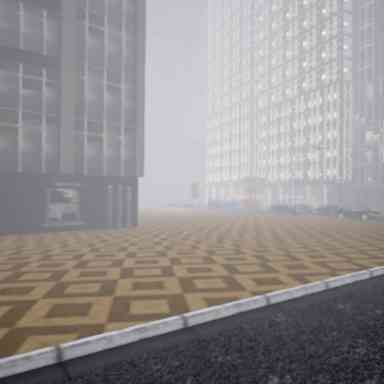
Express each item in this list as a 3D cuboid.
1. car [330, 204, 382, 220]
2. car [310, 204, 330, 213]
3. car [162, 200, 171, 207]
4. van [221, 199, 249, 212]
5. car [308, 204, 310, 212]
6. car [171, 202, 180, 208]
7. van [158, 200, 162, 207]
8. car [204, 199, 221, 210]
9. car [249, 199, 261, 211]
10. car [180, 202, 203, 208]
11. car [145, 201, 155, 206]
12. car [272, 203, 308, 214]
[{"bbox_3d":[16.129,2.015,32.341,2.008,1.369,4.403,0,-1,-24],"label":"car"},{"bbox_3d":[19.087,2.332,46.052,1.947,1.339,4.313,0,-1,-25],"label":"car"},{"bbox_3d":[-4.872,2.972,78.398,1.887,1.381,4.507,0,-1,-24],"label":"car"},{"bbox_3d":[6.792,2.224,52.815,1.690,1.788,3.998,0,-1,-25],"label":"van"},{"bbox_3d":[16.753,2.437,51.169,1.947,1.339,4.313,0,-1,-25],"label":"car"},{"bbox_3d":[-2.469,2.839,73.126,1.752,1.417,4.829,0,-1,-25],"label":"car"},{"bbox_3d":[-7.208,2.880,83.517,1.690,1.788,3.998,0,-1,-24],"label":"van"},{"bbox_3d":[4.906,2.394,63.471,2.150,2.045,5.566,1,-1,-24],"label":"car"},{"bbox_3d":[10.015,2.261,59.555,2.150,2.045,5.566,1,-1,-24],"label":"car"},{"bbox_3d":[-0.205,2.758,68.163,2.008,1.369,4.403,0,-1,-25],"label":"car"},{"bbox_3d":[-11.872,3.307,93.748,1.887,1.381,4.507,0,-1,-25],"label":"car"},{"bbox_3d":[12.991,2.230,45.514,2.128,1.511,4.902,1,-1,-24],"label":"car"}]
